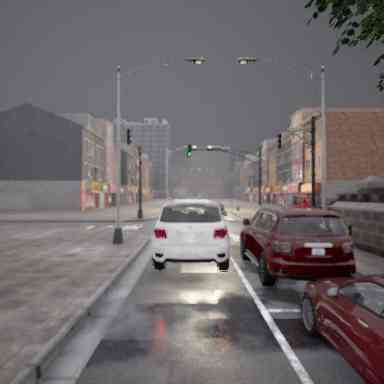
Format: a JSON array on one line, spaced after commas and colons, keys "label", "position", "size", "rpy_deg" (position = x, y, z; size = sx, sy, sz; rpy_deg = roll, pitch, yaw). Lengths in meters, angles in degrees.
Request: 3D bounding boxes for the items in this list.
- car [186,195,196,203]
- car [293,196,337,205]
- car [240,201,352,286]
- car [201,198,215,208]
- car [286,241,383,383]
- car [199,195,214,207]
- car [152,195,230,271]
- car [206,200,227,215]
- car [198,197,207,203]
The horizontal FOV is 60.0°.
[{"label": "car", "position": [-0.255, 1.609, 75.920], "size": [2.097, 1.767, 4.553], "rpy_deg": [0, 0, 0]}, {"label": "car", "position": [8.949, 1.261, 21.019], "size": [5.566, 2.045, 2.150], "rpy_deg": [0, -1, -1]}, {"label": "car", "position": [2.620, 1.330, 9.309], "size": [2.192, 1.841, 5.009], "rpy_deg": [1, 0, 0]}, {"label": "car", "position": [2.470, 1.688, 52.050], "size": [1.887, 1.381, 4.507], "rpy_deg": [0, 0, 0]}, {"label": "car", "position": [2.636, 1.587, 3.859], "size": [1.802, 1.307, 4.206], "rpy_deg": [1, 0, 0]}, {"label": "car", "position": [2.454, 1.481, 57.488], "size": [2.192, 1.841, 5.009], "rpy_deg": [0, 0, 0]}, {"label": "car", "position": [0.038, 1.240, 11.144], "size": [2.150, 2.045, 5.566], "rpy_deg": [0, 0, 2]}, {"label": "car", "position": [2.527, 1.629, 35.738], "size": [1.887, 1.381, 4.507], "rpy_deg": [1, 0, 0]}, {"label": "car", "position": [2.377, 1.821, 79.237], "size": [2.008, 1.369, 4.403], "rpy_deg": [0, 0, 0]}]
